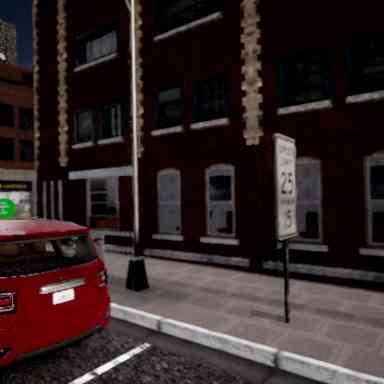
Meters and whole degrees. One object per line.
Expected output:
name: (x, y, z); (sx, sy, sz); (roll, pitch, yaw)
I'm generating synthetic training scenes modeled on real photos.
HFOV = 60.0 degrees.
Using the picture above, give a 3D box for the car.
car: (-3.481, 1.348, 5.378); (5.009, 1.841, 2.192); (0, -1, 36)
